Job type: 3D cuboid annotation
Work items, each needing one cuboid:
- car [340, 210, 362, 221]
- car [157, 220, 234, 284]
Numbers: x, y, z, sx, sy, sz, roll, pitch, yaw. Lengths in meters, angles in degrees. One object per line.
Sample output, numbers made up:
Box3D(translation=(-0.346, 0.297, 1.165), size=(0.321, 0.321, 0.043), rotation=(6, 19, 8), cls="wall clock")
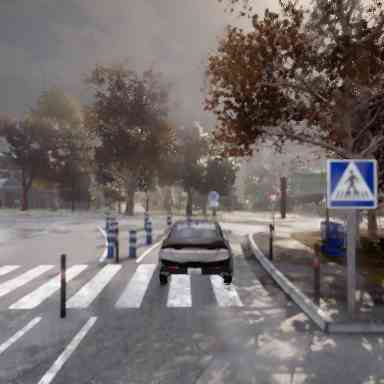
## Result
Box3D(translation=(21.390, 2.922, 44.853), size=(2.097, 1.767, 4.553), rotation=(-1, -2, 16), cls="car")
Box3D(translation=(0.157, 1.564, 9.790), size=(2.128, 1.511, 4.902), rotation=(0, -1, 2), cls="car")
